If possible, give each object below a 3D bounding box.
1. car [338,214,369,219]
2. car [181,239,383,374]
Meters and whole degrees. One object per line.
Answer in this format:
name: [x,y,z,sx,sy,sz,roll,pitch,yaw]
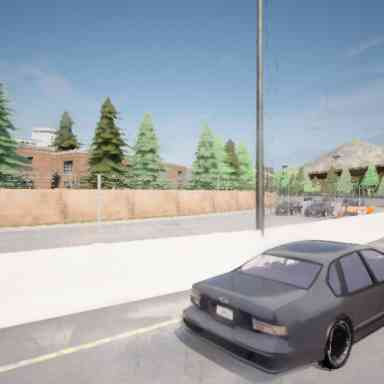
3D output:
car: [13.745,1.436,27.756,2.097,1.767,4.553,0,0,37]
car: [2.372,1.567,5.762,5.357,1.411,2.033,0,0,-39]
